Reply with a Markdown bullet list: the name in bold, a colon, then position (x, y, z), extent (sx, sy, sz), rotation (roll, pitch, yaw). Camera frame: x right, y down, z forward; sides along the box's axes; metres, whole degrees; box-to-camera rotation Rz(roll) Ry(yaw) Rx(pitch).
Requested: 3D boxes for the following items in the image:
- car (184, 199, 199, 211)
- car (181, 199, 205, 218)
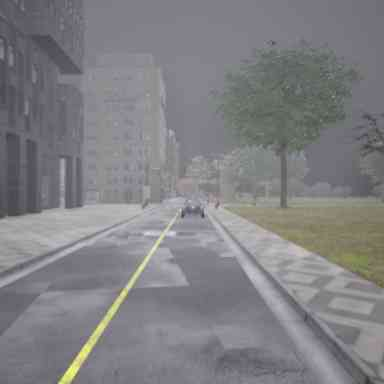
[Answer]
- **car**: position (0.004, 1.622, 43.184), extent (1.812, 1.442, 4.674), rotation (0, 0, 1)
- **car**: position (0.077, 1.404, 31.389), extent (2.097, 1.767, 4.553), rotation (0, 0, 0)
